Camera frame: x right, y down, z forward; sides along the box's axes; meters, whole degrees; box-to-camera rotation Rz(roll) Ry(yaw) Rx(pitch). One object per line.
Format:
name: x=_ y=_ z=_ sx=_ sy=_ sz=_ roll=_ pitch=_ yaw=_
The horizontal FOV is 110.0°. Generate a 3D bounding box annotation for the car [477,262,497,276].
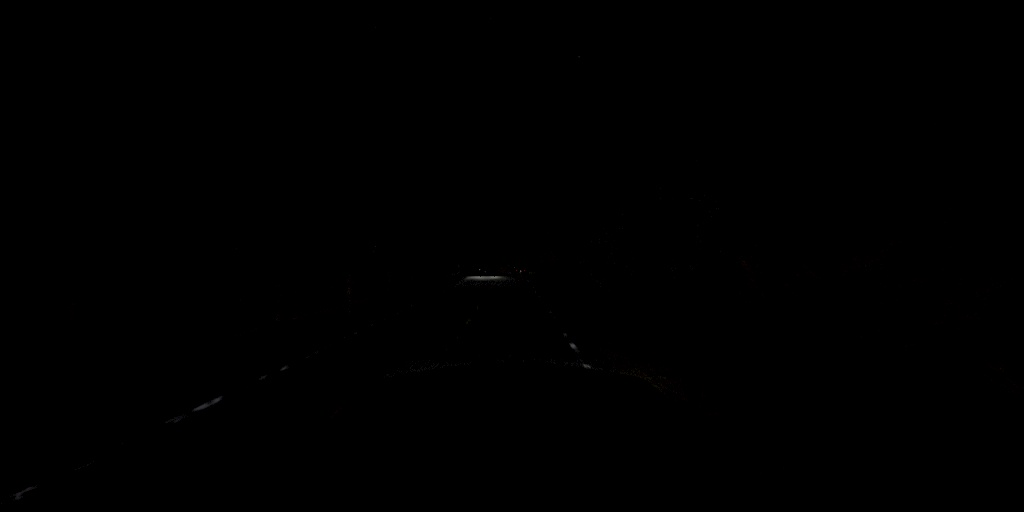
car: x=-2.815 y=1.447 z=40.452 sx=1.837 sy=1.490 sz=4.892 roll=0 pitch=-1 yaw=0

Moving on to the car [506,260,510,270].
car: x=0.008 y=1.542 z=60.613 sx=1.812 sy=1.442 sz=4.674 roll=0 pitch=0 yaw=0

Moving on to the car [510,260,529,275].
car: x=0.968 y=1.455 z=42.567 sx=1.837 sy=1.490 sz=4.892 roll=0 pitch=0 yaw=0
